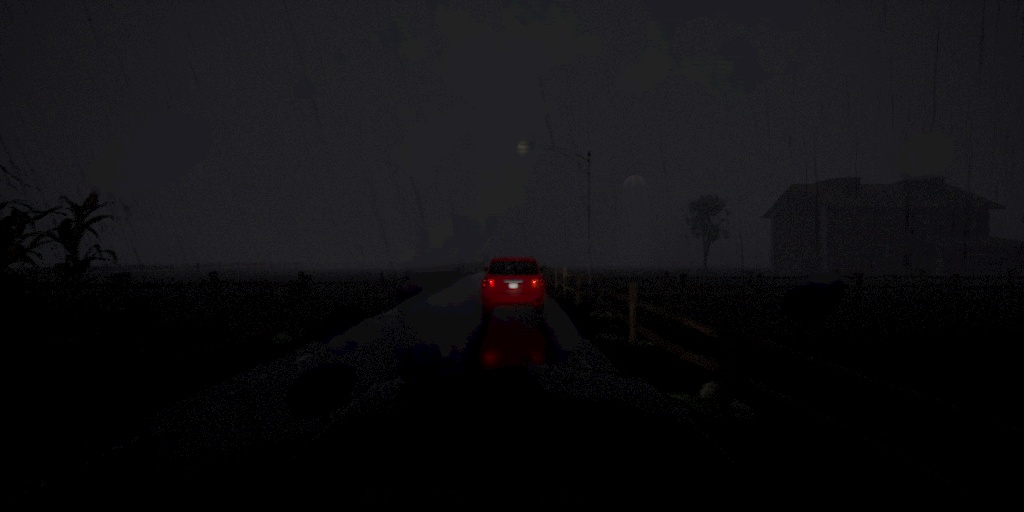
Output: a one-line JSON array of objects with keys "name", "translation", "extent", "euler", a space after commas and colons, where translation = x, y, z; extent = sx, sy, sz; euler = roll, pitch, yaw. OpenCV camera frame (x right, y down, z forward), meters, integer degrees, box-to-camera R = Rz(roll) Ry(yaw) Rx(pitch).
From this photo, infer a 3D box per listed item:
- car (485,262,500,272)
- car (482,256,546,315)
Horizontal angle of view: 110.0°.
[{"name": "car", "translation": [-2.823, 1.656, 53.772], "extent": [1.994, 1.385, 4.181], "euler": [0, -1, 0]}, {"name": "car", "translation": [0.064, 1.033, 13.961], "extent": [2.150, 2.045, 5.566], "euler": [0, 0, 0]}]
